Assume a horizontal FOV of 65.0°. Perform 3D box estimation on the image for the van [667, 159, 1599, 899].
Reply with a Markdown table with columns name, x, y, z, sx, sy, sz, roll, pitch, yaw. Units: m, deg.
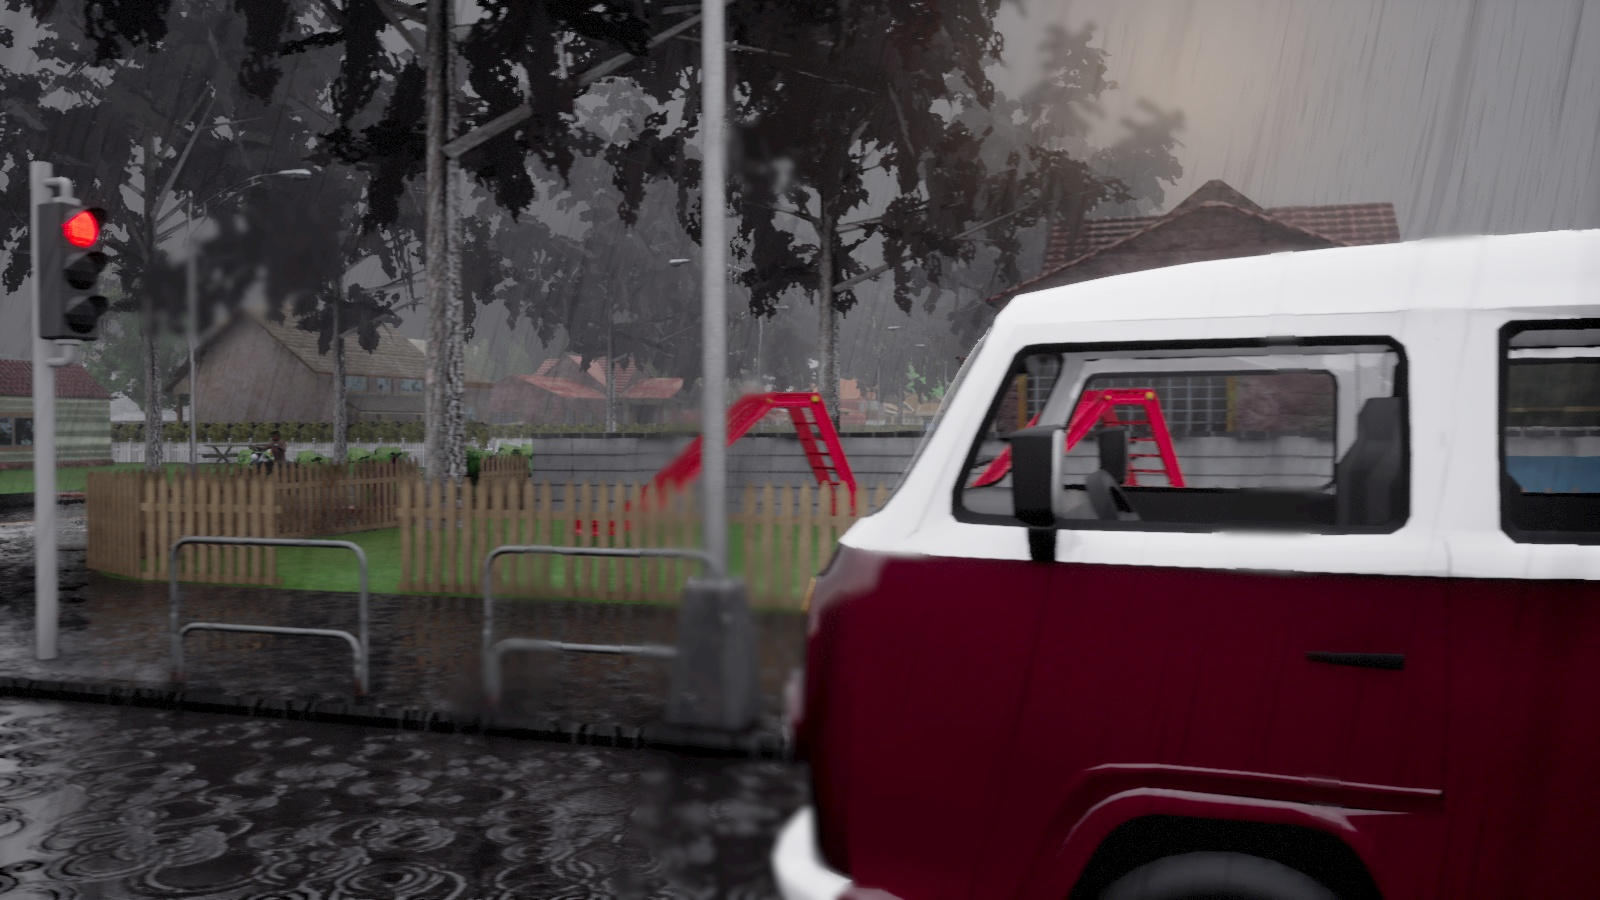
| name | x | y | z | sx | sy | sz | roll | pitch | yaw |
| --- | --- | --- | --- | --- | --- | --- | --- | --- | --- |
| van | 2.166 | 0.510 | 2.989 | 4.480 | 2.038 | 2.069 | 1 | 1 | 18 |

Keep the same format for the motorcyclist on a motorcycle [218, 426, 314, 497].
| name | x | y | z | sx | sy | sz | roll | pitch | yaw |
| --- | --- | --- | --- | --- | --- | --- | --- | --- | --- |
| motorcyclist on a motorcycle | -12.931 | 0.240 | 30.491 | 0.766 | 1.649 | 2.350 | 1 | 1 | 18 |
